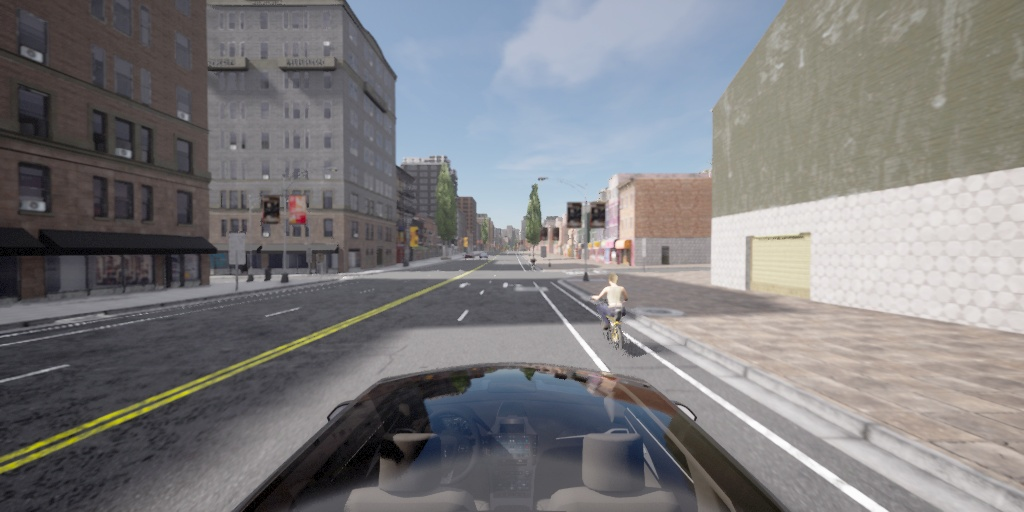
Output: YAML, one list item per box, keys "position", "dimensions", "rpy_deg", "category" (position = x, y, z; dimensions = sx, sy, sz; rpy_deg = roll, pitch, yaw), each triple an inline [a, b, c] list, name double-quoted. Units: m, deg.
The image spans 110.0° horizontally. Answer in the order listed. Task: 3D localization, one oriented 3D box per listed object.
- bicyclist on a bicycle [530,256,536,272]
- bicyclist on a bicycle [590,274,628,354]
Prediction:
- position: [2.281, 0.908, 39.400]
  dimensions: [0.659, 1.776, 1.843]
  rpy_deg: [2, -2, 0]
  category: "bicyclist on a bicycle"
- position: [2.167, 1.182, 7.789]
  dimensions: [0.866, 1.612, 1.509]
  rpy_deg: [0, 0, 0]
  category: "bicyclist on a bicycle"
